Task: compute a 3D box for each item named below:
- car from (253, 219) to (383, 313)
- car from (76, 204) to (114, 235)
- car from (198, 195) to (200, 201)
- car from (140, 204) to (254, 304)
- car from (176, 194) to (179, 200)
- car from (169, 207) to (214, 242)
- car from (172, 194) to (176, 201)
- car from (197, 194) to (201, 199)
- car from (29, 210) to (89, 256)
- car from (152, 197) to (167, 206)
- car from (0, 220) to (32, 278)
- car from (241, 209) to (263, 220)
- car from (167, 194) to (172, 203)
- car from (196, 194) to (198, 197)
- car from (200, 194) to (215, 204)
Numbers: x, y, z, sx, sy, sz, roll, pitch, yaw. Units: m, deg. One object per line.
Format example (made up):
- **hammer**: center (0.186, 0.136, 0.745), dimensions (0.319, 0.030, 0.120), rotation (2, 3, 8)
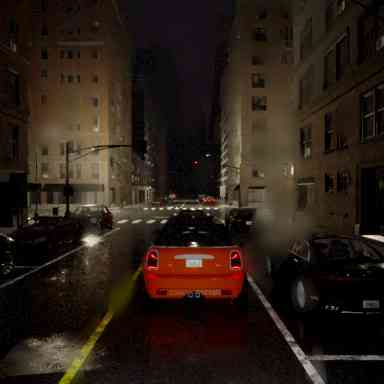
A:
- **car**: center (2.847, 1.551, 7.473), dimensions (2.008, 1.369, 4.403), rotation (0, 0, 0)
- **car**: center (-5.691, 1.440, 18.466), dimensions (1.967, 1.590, 4.097), rotation (0, 0, 0)
- **car**: center (2.831, 1.607, 66.383), dimensions (2.008, 1.369, 4.403), rotation (0, 0, 0)
- **car**: center (0.053, 1.352, 8.334), dimensions (2.097, 1.767, 4.553), rotation (0, 0, 0)
- **car**: center (-5.679, 1.456, 93.429), dimensions (2.192, 1.841, 5.009), rotation (0, 0, 0)
- **car**: center (-0.016, 1.564, 16.988), dimensions (1.994, 1.385, 4.181), rotation (0, 0, 0)
- **car**: center (-5.685, 1.625, 82.441), dimensions (1.752, 1.417, 4.829), rotation (0, 0, 0)
- **car**: center (2.836, 1.524, 77.202), dimensions (1.967, 1.590, 4.097), rotation (0, 0, 0)
- **car**: center (-5.685, 1.582, 12.964), dimensions (1.802, 1.307, 4.206), rotation (0, 0, 0)
- **car**: center (-5.701, 1.617, 55.569), dimensions (1.802, 1.307, 4.206), rotation (0, 0, 0)
- **car**: center (-5.678, 1.565, 7.463), dimensions (1.947, 1.339, 4.313), rotation (0, 0, 0)
- **car**: center (2.834, 1.566, 18.475), dimensions (1.947, 1.339, 4.313), rotation (0, 0, 0)
- **car**: center (-5.694, 1.606, 66.385), dimensions (2.008, 1.369, 4.403), rotation (0, 0, 0)
- **car**: center (2.843, 1.560, 88.019), dimensions (1.967, 1.590, 4.097), rotation (0, 0, 0)
- **car**: center (2.823, 1.476, 55.566), dimensions (1.967, 1.590, 4.097), rotation (0, 0, 0)
